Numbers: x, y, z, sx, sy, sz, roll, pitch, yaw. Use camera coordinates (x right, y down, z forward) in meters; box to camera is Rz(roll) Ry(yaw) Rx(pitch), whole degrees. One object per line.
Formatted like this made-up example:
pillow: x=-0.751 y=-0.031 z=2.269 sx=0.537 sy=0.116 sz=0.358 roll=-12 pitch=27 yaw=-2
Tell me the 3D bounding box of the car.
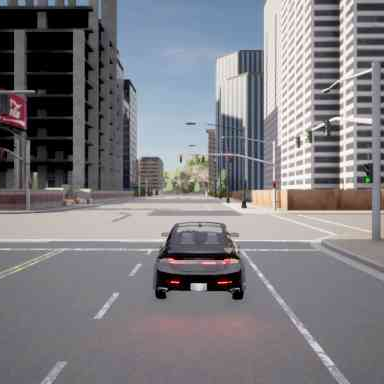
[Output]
car: x=0.200 y=1.492 z=8.403 sx=2.128 sy=1.511 sz=4.902 roll=0 pitch=0 yaw=2
